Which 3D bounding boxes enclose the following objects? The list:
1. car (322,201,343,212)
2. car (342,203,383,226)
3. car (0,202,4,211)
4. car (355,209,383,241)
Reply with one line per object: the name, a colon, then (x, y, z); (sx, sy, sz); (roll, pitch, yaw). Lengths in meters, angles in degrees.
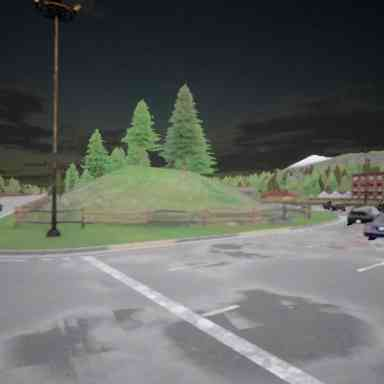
car: (20.940, 2.129, 49.415); (1.837, 1.490, 4.892); (1, 0, 0)
car: (13.377, 1.848, 25.704); (1.837, 1.490, 4.892); (1, 0, 38)
car: (-24.468, 1.816, 40.824); (1.895, 1.301, 4.718); (1, -1, -22)
car: (10.689, 1.790, 17.338); (5.357, 1.411, 2.033); (1, -1, -44)
